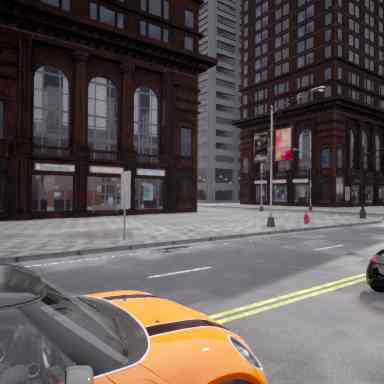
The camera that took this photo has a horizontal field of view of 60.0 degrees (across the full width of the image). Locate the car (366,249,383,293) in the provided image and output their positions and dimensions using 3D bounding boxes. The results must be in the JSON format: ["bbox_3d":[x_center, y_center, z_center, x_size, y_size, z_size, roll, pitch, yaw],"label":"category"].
[{"bbox_3d":[5.890,1.576,7.665,4.181,1.385,1.994,0,0,-35],"label":"car"}]

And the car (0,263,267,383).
[{"bbox_3d":[-1.536,1.352,2.343,4.553,1.767,2.097,0,0,-36],"label":"car"}]
